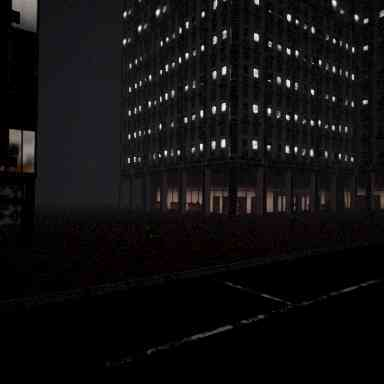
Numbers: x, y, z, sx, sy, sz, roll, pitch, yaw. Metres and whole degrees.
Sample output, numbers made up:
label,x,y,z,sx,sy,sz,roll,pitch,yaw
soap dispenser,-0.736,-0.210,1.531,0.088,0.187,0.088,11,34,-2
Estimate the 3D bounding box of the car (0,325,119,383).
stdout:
label,x,y,z,sx,sy,sz,roll,pitch,yaw
car,-2.410,1.563,1.658,4.181,1.385,1.994,0,0,-36
